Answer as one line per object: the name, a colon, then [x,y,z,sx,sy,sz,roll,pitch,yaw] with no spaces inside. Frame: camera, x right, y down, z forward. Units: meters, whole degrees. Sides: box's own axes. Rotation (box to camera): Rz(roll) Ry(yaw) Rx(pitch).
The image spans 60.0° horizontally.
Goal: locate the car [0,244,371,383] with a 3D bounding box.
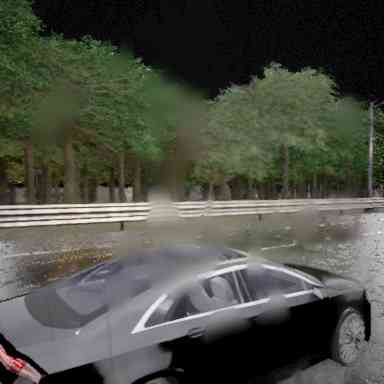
car: [0.299,1.428,4.068,4.902,1.511,2.128,0,1,-36]
